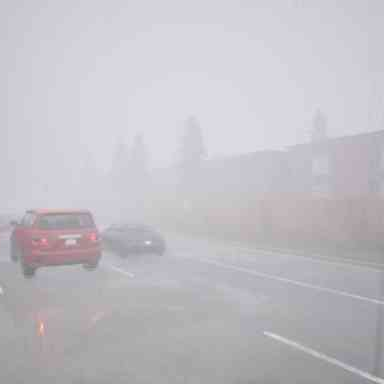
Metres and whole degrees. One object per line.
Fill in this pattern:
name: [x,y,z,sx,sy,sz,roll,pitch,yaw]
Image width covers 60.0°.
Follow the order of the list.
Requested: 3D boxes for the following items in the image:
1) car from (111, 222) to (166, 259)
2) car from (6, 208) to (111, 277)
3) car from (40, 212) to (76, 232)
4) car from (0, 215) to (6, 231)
car: [-2.882,2.033,14.927,1.994,1.385,4.181,2,-2,-34]
car: [-4.983,1.579,11.775,2.150,2.045,5.566,2,-2,-34]
car: [-10.946,2.373,27.003,1.994,1.385,4.181,2,-2,-33]
car: [-13.463,2.313,24.448,1.895,1.301,4.718,2,-2,-33]
